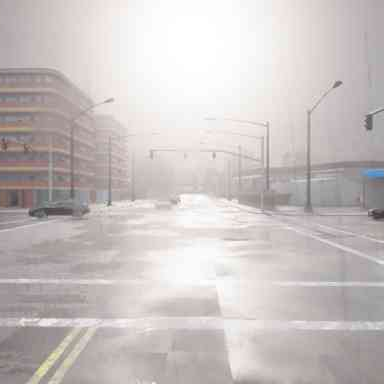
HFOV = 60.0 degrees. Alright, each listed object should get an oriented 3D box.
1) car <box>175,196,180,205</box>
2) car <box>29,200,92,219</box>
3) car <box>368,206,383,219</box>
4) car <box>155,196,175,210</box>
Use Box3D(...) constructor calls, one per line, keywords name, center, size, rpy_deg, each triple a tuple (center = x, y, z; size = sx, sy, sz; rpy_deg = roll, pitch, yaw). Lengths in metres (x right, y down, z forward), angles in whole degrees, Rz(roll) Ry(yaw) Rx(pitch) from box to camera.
Box3D(name="car", center=(-3.532, 1.477, 58.302), size=(1.882, 1.535, 5.008), rpy_deg=(0, 0, 0))
Box3D(name="car", center=(-10.904, 1.442, 27.784), size=(4.902, 1.511, 2.128), rpy_deg=(0, 1, -9))
Box3D(name="car", center=(16.630, 1.505, 26.469), size=(4.892, 1.490, 1.837), rpy_deg=(0, 0, 0))
Box3D(name="car", center=(-3.562, 1.526, 42.116), size=(1.812, 1.442, 4.674), rpy_deg=(0, 0, 0))
